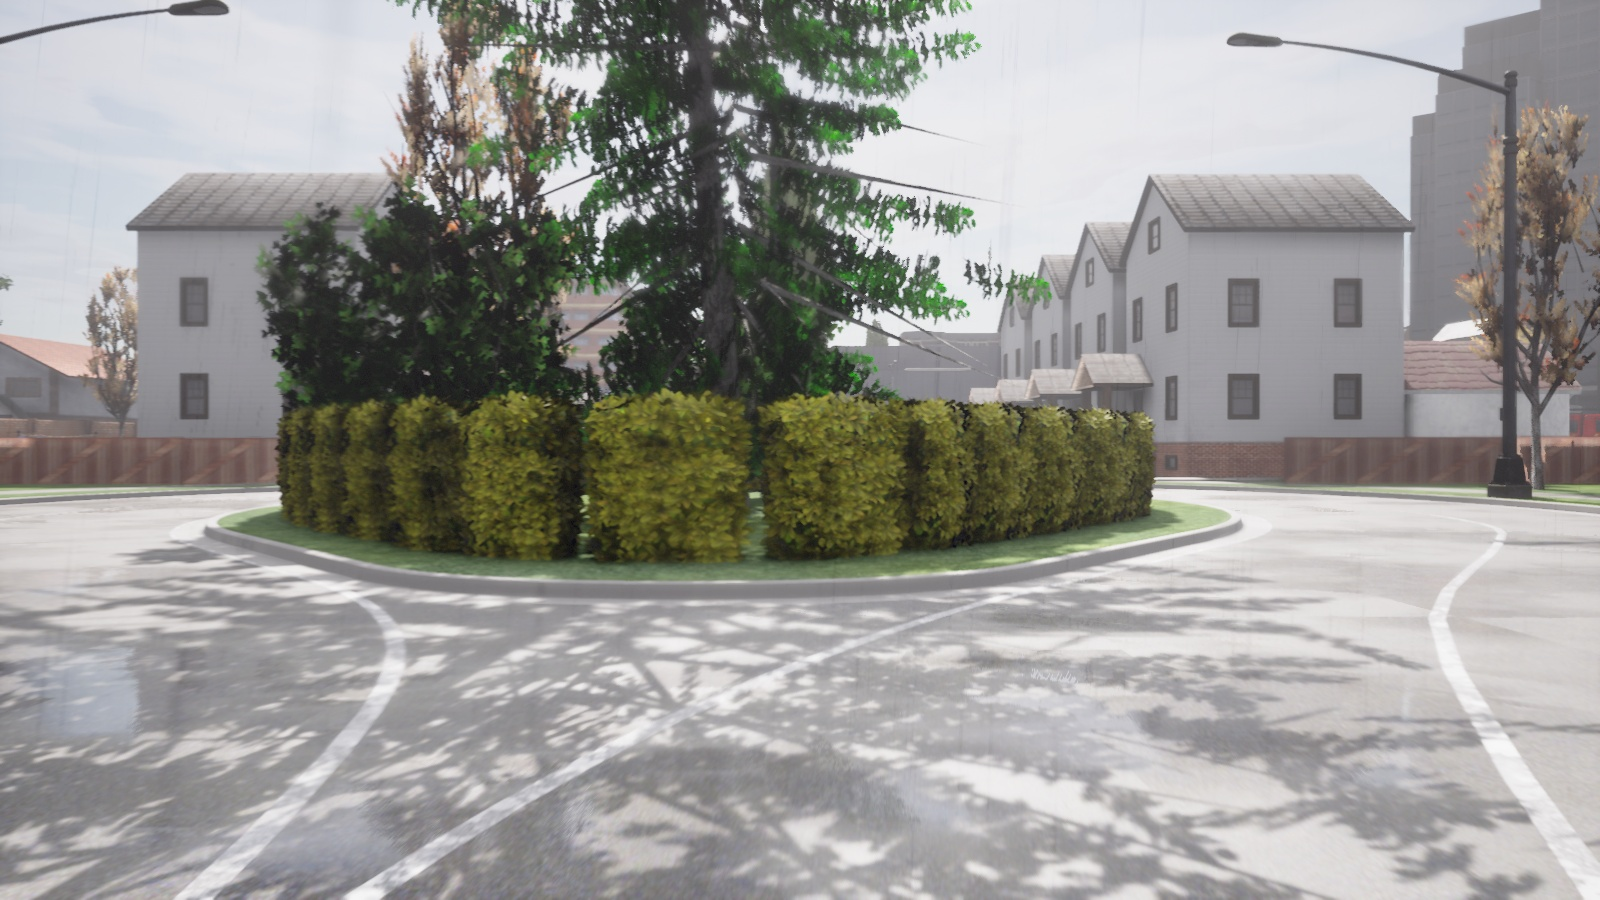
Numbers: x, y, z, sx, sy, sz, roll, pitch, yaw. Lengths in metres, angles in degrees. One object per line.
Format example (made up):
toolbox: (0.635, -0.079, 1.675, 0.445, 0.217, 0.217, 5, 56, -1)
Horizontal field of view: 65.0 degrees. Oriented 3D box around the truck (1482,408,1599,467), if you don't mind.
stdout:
truck: (51.111, -0.810, 84.713, 8.468, 3.827, 2.891, 0, 0, 43)
